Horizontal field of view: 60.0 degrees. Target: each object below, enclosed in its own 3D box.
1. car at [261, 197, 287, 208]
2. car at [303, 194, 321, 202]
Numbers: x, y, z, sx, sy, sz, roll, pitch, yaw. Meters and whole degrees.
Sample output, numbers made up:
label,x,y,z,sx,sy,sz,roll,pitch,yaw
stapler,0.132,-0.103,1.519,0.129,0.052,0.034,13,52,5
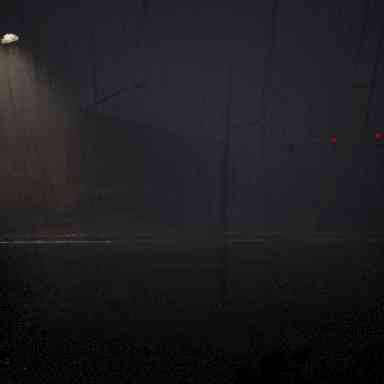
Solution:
label,x,y,z,sx,sy,sz,roll,pitch,yaw
car,11.522,1.369,46.219,2.033,1.411,5.357,-1,1,37
car,21.445,1.032,59.397,1.994,1.385,4.181,-1,0,37
